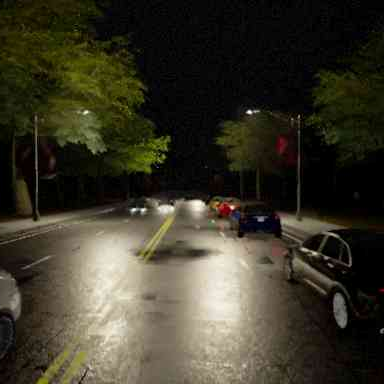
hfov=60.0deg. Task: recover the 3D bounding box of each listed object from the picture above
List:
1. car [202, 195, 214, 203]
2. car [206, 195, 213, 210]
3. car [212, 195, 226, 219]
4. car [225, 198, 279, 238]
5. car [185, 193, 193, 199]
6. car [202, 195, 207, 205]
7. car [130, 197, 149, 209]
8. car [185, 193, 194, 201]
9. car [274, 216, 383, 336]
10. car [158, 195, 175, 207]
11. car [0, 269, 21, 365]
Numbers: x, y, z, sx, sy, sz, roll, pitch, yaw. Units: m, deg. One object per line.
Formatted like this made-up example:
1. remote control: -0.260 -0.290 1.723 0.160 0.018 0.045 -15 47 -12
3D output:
1. car: 2.853 1.299 61.736 1.994 1.385 4.181 0 0 -1
2. car: 3.080 1.320 39.905 1.801 1.575 5.366 0 0 0
3. car: 3.159 1.268 28.675 2.097 1.767 4.553 0 0 0
4. car: 3.213 1.308 17.664 2.097 1.767 4.553 0 0 0
5. car: -0.759 1.050 86.087 2.033 1.411 5.357 0 1 -1
6. car: 2.979 1.234 50.726 2.033 1.649 4.856 0 0 -1
7. car: -6.799 1.392 43.859 2.033 1.411 5.357 0 0 0
8. car: -0.516 1.149 70.825 2.033 1.411 5.357 0 0 -1
9. car: 3.243 1.489 6.683 1.837 1.490 4.892 0 0 0
10. car: -3.567 1.179 46.665 2.097 1.767 4.553 0 0 0
11. car: -3.355 1.519 3.011 1.812 1.442 4.674 0 0 0
